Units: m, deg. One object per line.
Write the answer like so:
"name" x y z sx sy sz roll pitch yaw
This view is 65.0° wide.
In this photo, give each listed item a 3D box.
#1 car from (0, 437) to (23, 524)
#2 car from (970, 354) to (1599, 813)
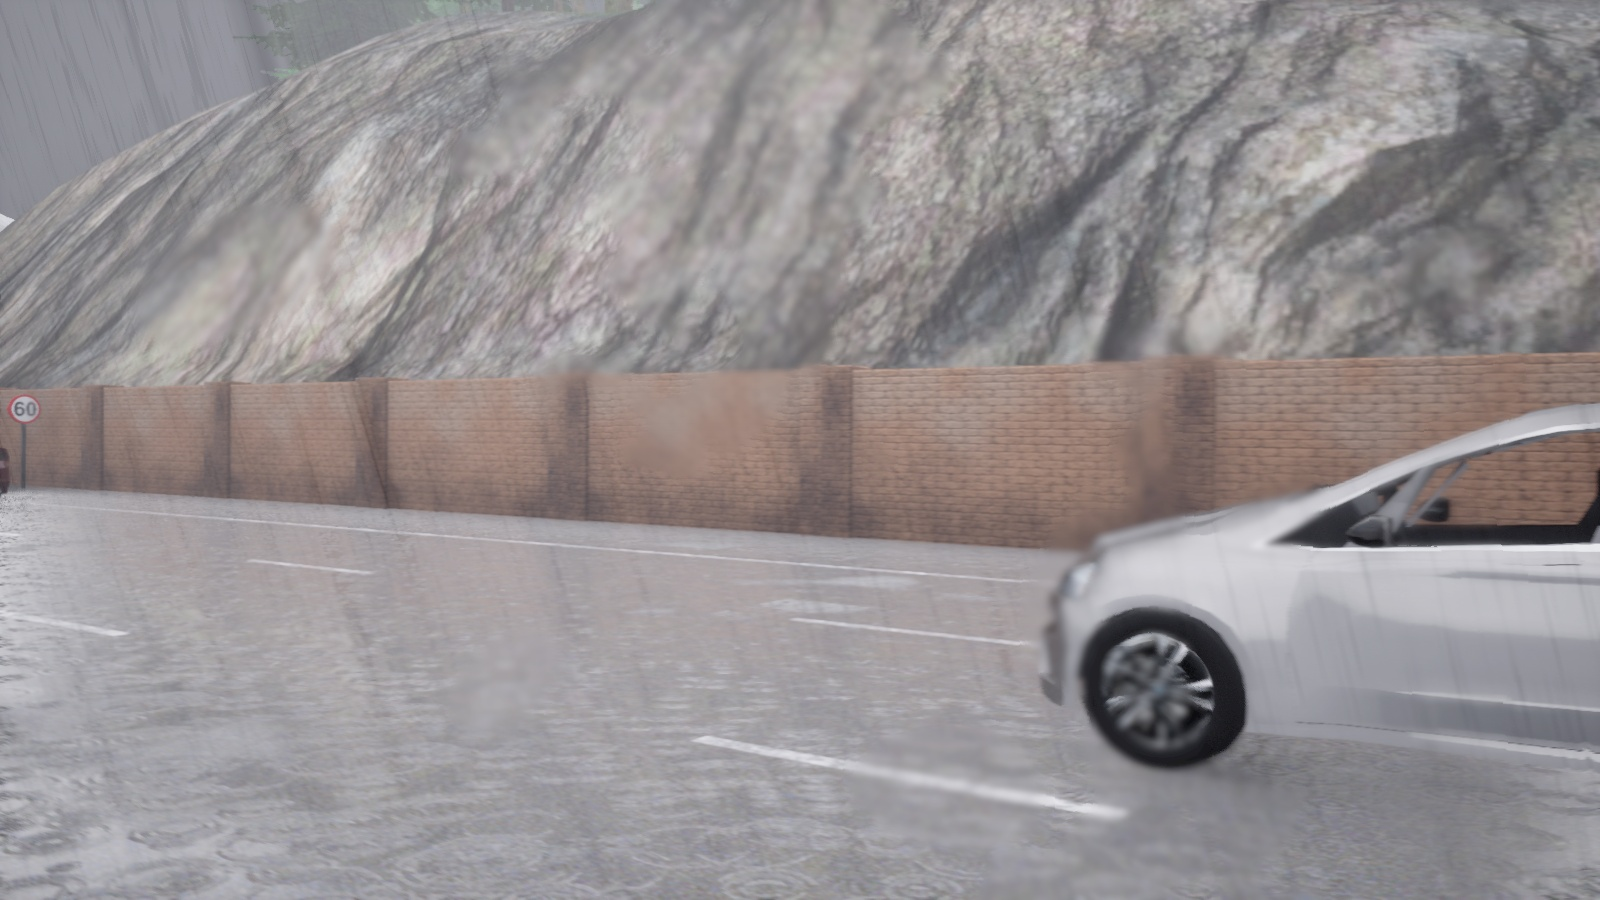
"car" -16.433 0.545 22.939 5.008 1.535 1.882 0 1 34
"car" 3.353 0.468 5.595 4.611 1.667 2.242 0 1 34
